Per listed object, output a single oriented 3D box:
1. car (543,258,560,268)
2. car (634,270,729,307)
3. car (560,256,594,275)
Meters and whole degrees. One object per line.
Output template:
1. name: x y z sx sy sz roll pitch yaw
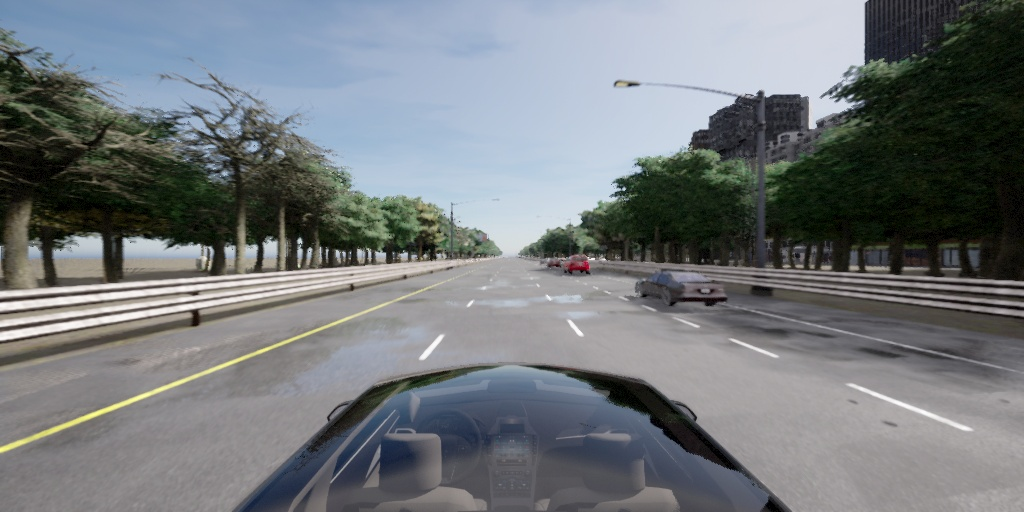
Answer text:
1. car: 7.039 1.106 61.391 2.097 1.767 4.553 0 0 0
2. car: 7.005 1.301 15.500 2.033 1.411 5.357 0 0 0
3. car: 7.023 0.980 39.461 2.150 2.045 5.566 0 0 0
